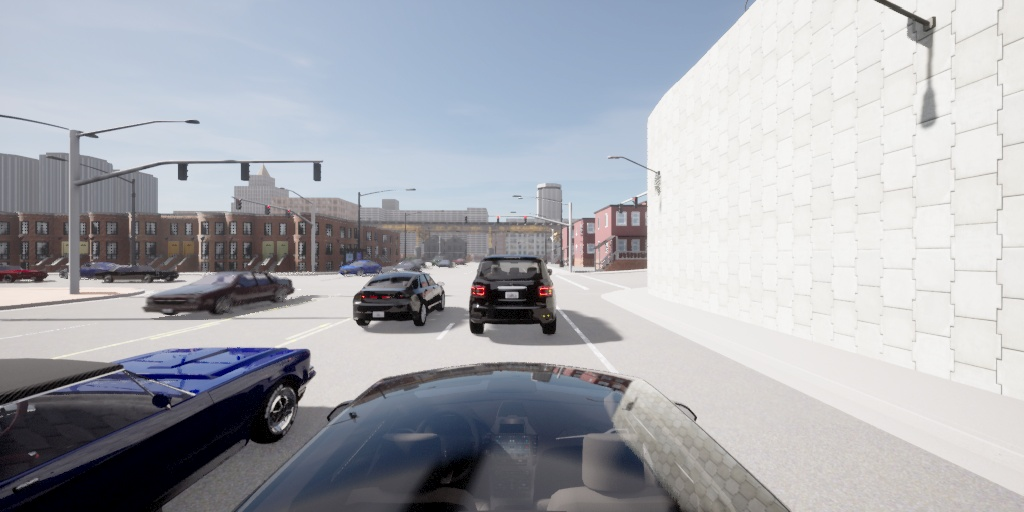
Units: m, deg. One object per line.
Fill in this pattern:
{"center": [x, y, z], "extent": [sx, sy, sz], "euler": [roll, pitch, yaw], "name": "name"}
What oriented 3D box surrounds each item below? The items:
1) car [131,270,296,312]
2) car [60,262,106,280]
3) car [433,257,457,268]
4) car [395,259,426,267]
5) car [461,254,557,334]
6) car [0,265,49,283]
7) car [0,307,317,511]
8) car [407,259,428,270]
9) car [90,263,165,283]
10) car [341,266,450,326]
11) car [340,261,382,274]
{"center": [-10.603, 1.297, 13.687], "extent": [2.033, 1.411, 5.357], "euler": [0, 0, 0], "name": "car"}
{"center": [-35.627, 1.275, 30.720], "extent": [4.674, 1.442, 1.812], "euler": [0, 0, 0], "name": "car"}
{"center": [-10.604, 1.297, 57.422], "extent": [2.033, 1.411, 5.357], "euler": [0, 0, 0], "name": "car"}
{"center": [-10.608, 1.243, 36.490], "extent": [2.128, 1.511, 4.902], "euler": [0, 0, 0], "name": "car"}
{"center": [0.062, 0.971, 10.734], "extent": [2.150, 2.045, 5.566], "euler": [0, 0, 1], "name": "car"}
{"center": [-38.295, 1.351, 27.045], "extent": [4.718, 1.301, 1.895], "euler": [0, 0, 0], "name": "car"}
{"center": [-3.397, 1.351, 2.370], "extent": [1.895, 1.301, 4.718], "euler": [0, 0, 0], "name": "car"}
{"center": [-14.108, 1.254, 53.557], "extent": [1.837, 1.490, 4.892], "euler": [0, 0, 0], "name": "car"}
{"center": [-28.178, 1.351, 27.081], "extent": [4.718, 1.301, 1.895], "euler": [0, 0, 0], "name": "car"}
{"center": [-3.422, 1.255, 11.624], "extent": [1.837, 1.490, 4.892], "euler": [0, 0, 0], "name": "car"}
{"center": [-15.099, 1.227, 36.100], "extent": [1.882, 1.535, 5.008], "euler": [0, 0, 12], "name": "car"}
